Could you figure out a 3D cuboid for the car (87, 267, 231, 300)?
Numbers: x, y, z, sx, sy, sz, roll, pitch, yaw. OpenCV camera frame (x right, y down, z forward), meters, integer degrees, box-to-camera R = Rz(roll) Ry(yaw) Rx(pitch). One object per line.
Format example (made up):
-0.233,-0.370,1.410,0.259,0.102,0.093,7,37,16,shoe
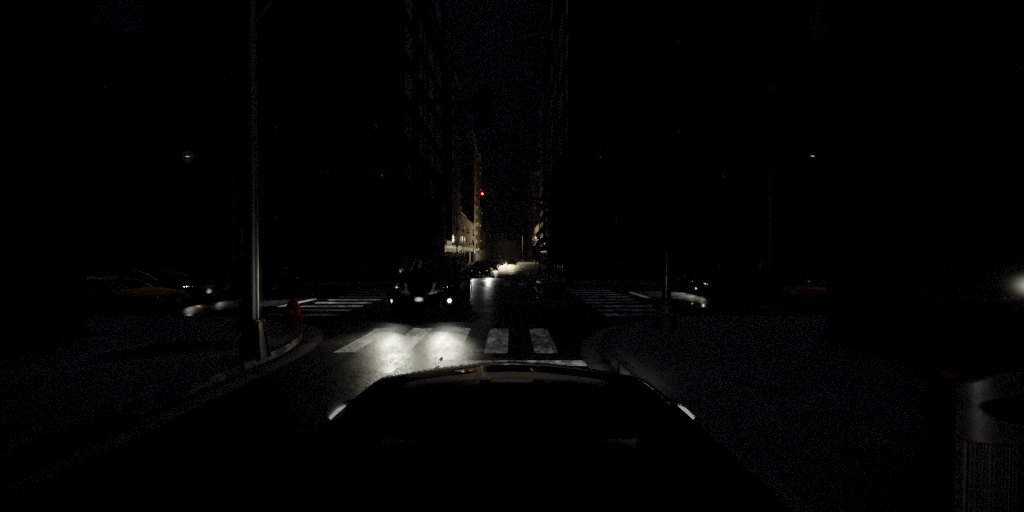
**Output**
-15.481,1.260,15.421,4.902,1.511,2.128,0,0,0,car

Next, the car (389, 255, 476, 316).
-2.873,0.975,13.806,2.150,2.045,5.566,0,0,0,car

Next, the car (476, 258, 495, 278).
-2.909,1.246,34.467,1.837,1.490,4.892,0,0,0,car

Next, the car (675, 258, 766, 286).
12.315,1.032,20.935,5.009,1.841,2.192,0,0,0,car

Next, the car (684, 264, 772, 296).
12.135,1.277,18.360,5.357,1.411,2.033,0,0,3,car

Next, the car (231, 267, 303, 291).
-14.568,1.307,20.921,4.313,1.339,1.948,0,0,0,car

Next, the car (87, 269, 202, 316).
-14.403,1.305,12.896,4.829,1.417,1.751,0,0,0,car

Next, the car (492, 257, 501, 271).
-2.935,1.207,49.391,1.882,1.535,5.008,0,0,0,car

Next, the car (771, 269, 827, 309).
12.481,1.280,12.910,4.829,1.417,1.751,0,0,0,car
